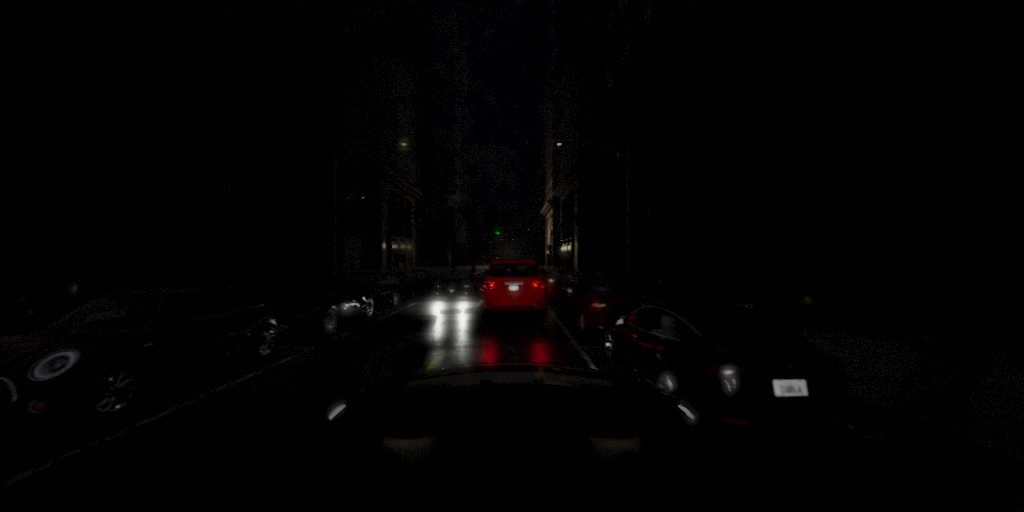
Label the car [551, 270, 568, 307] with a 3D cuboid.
[{"bbox_3d":[2.774,1.485,16.622,1.888,1.381,4.507,0,0,0],"label":"car"}]

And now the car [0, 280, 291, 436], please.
[{"bbox_3d":[-5.761,1.240,5.620,1.967,1.591,4.097,0,0,0],"label":"car"}]

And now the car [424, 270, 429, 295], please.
[{"bbox_3d":[-5.746,1.555,22.135,1.888,1.381,4.507,0,0,0],"label":"car"}]

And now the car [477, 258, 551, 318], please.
[{"bbox_3d":[0.110,1.125,13.855,2.150,2.045,5.566,0,-1,1],"label":"car"}]

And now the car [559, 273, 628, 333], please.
[{"bbox_3d":[2.770,1.415,11.117,1.888,1.381,4.507,0,0,0],"label":"car"}]

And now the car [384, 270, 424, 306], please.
[{"bbox_3d":[-5.751,1.491,16.630,2.007,1.370,4.403,0,0,0],"label":"car"}]

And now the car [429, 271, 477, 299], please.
[{"bbox_3d":[-2.985,1.566,19.764,1.994,1.385,4.181,0,-1,0],"label":"car"}]

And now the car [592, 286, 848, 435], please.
[{"bbox_3d":[2.765,1.365,5.613,1.948,1.339,4.313,0,0,0],"label":"car"}]

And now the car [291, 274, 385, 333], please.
[{"bbox_3d":[-5.756,1.435,11.125,1.948,1.339,4.313,0,0,0],"label":"car"}]
